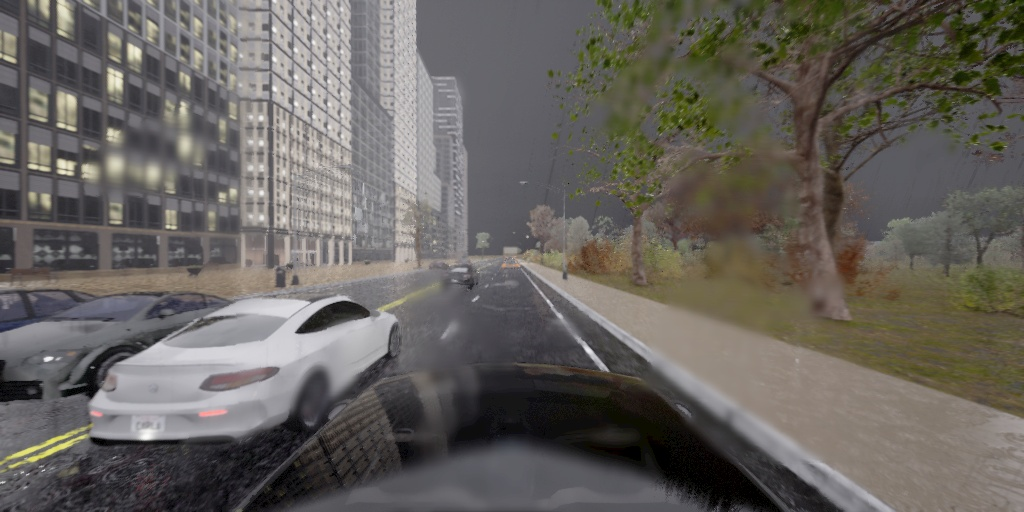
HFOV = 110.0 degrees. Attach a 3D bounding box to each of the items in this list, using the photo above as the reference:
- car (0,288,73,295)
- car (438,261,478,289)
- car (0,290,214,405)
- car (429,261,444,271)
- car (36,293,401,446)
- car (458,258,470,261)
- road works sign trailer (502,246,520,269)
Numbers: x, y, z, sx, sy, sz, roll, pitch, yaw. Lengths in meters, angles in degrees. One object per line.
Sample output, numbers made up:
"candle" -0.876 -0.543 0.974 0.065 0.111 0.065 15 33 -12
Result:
"car" -9.856 1.329 6.641 2.033 1.411 5.357 0 0 0
"car" -3.213 1.284 22.852 1.812 1.442 4.674 0 0 0
"car" -6.603 1.335 6.370 1.994 1.385 4.181 0 0 0
"car" -9.963 1.342 49.130 1.994 1.385 4.181 0 0 0
"car" -3.161 1.285 5.420 1.812 1.442 4.674 0 0 0
"car" -6.717 1.120 49.863 2.097 1.767 4.553 0 0 0
"road works sign trailer" -0.189 0.213 56.552 2.380 3.560 2.880 0 0 0
